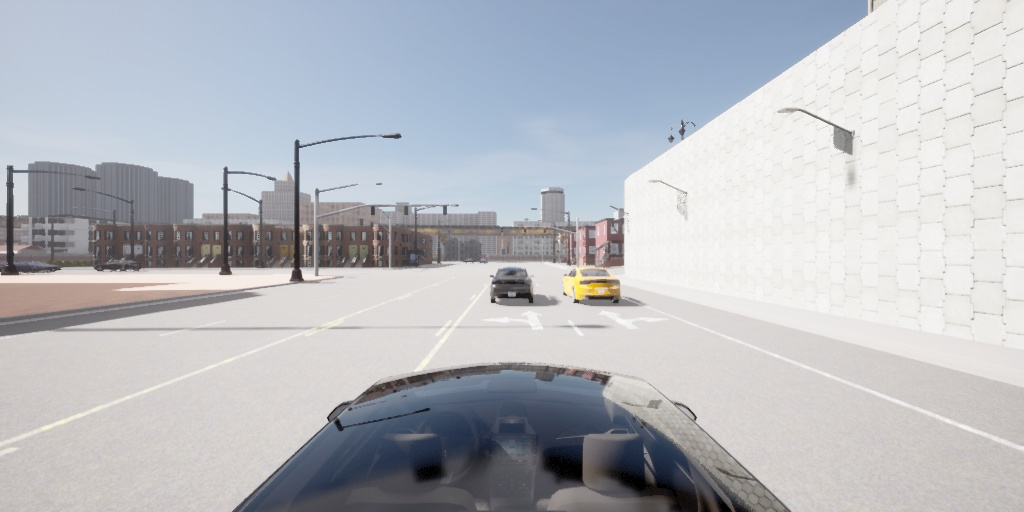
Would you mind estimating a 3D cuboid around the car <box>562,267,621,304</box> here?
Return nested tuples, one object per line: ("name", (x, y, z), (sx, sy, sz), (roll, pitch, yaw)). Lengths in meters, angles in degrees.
("car", (3.500, 1.234, 16.500), (1.882, 1.535, 5.008), (0, 0, 0))

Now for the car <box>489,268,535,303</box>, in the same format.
("car", (0.000, 1.265, 16.500), (1.837, 1.490, 4.892), (0, 0, 0))
